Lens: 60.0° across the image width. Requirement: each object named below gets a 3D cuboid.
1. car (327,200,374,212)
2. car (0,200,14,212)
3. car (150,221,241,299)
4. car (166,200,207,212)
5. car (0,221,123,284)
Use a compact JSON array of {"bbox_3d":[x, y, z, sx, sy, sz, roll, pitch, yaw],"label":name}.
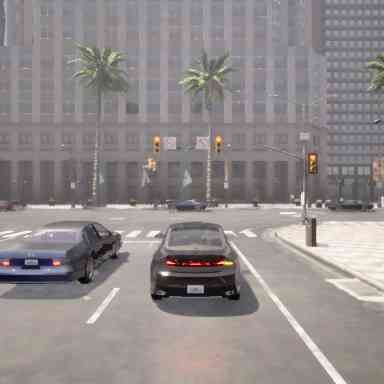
[{"bbox_3d":[18.221,1.600,38.500,4.718,1.301,1.895,0,0,0],"label":"car"},{"bbox_3d":[-23.093,1.564,38.611,4.181,1.385,1.994,0,0,0],"label":"car"},{"bbox_3d":[0.076,1.505,8.424,1.837,1.490,4.892,0,0,0],"label":"car"},{"bbox_3d":[-0.631,1.601,38.555,4.718,1.301,1.895,0,0,0],"label":"car"},{"bbox_3d":[-3.421,1.547,9.618,2.033,1.411,5.357,0,0,0],"label":"car"}]
